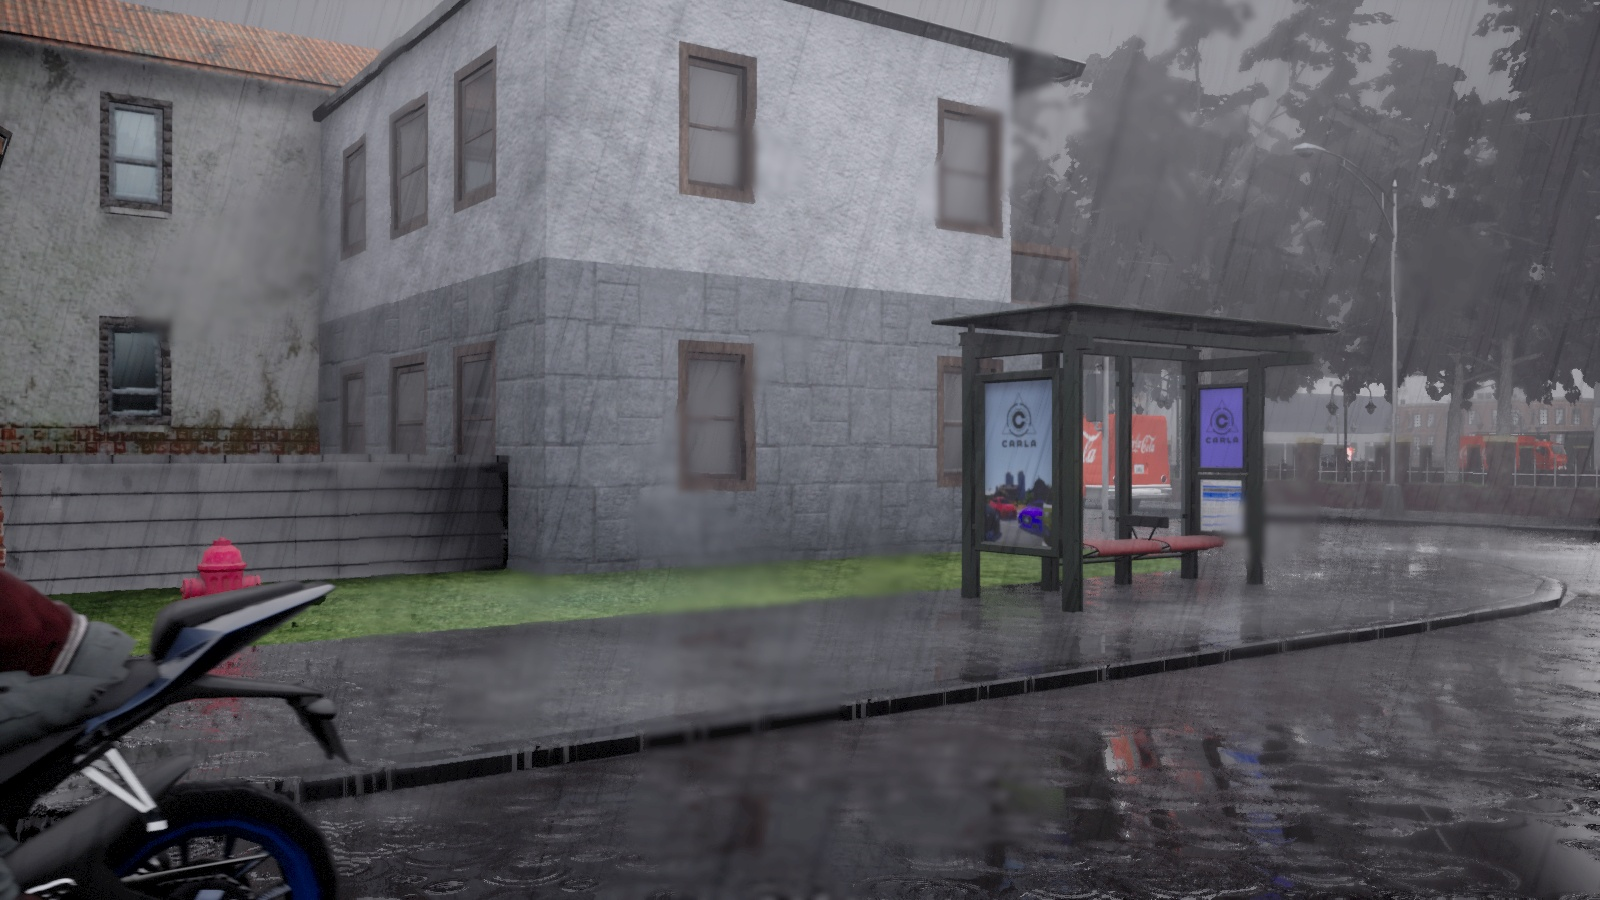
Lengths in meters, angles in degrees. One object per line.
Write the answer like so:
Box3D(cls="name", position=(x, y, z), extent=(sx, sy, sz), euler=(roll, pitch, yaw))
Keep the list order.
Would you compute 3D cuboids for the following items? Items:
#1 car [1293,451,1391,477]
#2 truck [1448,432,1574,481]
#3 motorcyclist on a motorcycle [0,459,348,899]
Box3D(cls="car", position=(32.083, 0.815, 74.473), extent=(2.128, 1.511, 4.902), euler=(0, 0, -35))
Box3D(cls="truck", position=(37.659, 0.341, 66.607), extent=(2.627, 2.467, 5.204), euler=(0, 0, -35))
Box3D(cls="motorcyclist on a motorcycle", position=(-2.220, 0.791, 2.711), extent=(2.191, 1.530, 0.866), euler=(0, 0, -35))
